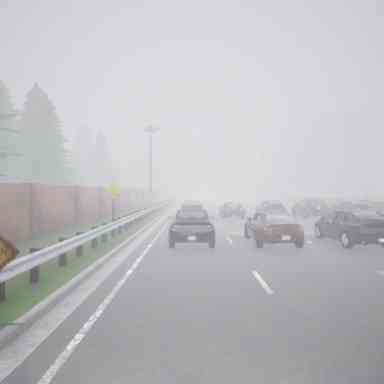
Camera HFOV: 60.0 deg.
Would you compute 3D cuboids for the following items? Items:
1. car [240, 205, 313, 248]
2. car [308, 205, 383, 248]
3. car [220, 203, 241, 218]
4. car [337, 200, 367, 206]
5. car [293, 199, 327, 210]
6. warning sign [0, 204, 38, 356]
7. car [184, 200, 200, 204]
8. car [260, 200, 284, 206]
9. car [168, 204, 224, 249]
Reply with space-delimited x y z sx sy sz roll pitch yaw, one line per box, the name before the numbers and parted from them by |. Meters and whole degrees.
car | 3.500 1.534 14.650 1.812 1.442 4.674 0 0 0
car | 7.000 1.517 14.650 1.837 1.490 4.892 0 0 0
car | 3.500 1.617 29.680 1.895 1.301 4.718 0 0 0
car | 14.000 1.517 29.650 1.837 1.490 4.892 0 0 0
car | 10.500 1.367 29.620 2.097 1.767 4.553 0 0 0
warning sign | -3.050 1.115 4.648 1.300 1.860 1.060 0 0 0
car | 0.000 1.485 29.650 1.882 1.535 5.008 0 0 0
car | 7.000 1.517 29.650 1.837 1.490 4.892 0 0 0
car | 0.000 1.496 14.650 2.128 1.511 4.902 0 0 0
